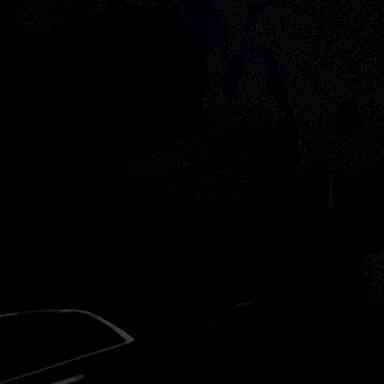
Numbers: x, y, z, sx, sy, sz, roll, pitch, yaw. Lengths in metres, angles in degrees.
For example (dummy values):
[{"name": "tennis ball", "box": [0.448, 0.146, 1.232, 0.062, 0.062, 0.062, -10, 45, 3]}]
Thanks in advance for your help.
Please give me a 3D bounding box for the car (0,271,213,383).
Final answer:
[{"name": "car", "box": [-2.087, 1.499, 2.384, 4.892, 1.490, 1.837, 0, 0, -36]}]
